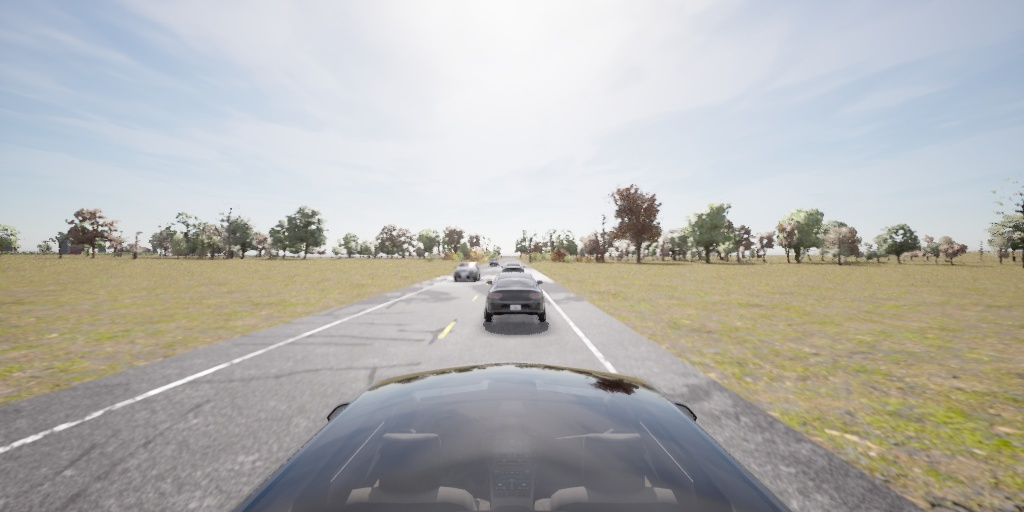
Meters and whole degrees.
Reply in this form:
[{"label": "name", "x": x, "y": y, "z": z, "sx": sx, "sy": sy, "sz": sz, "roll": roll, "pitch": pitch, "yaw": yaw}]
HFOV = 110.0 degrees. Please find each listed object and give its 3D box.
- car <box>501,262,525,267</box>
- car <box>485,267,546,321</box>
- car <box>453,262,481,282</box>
[{"label": "car", "x": 0.106, "y": 1.256, "z": 30.357, "sx": 1.837, "sy": 1.490, "sz": 4.892, "roll": 0, "pitch": 0, "yaw": 0}, {"label": "car", "x": 0.103, "y": 1.276, "z": 12.346, "sx": 1.812, "sy": 1.442, "sz": 4.674, "roll": 0, "pitch": 0, "yaw": 0}, {"label": "car", "x": -3.591, "y": 1.243, "z": 29.280, "sx": 2.128, "sy": 1.511, "sz": 4.902, "roll": 0, "pitch": 0, "yaw": 0}]
